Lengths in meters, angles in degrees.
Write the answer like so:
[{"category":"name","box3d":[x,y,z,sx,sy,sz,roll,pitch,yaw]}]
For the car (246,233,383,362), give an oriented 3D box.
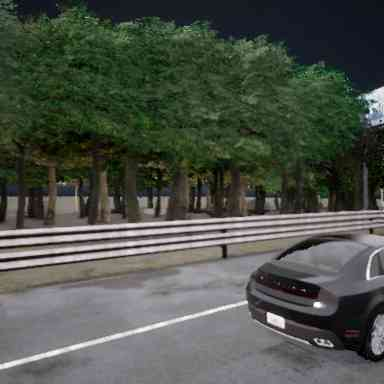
[{"category":"car","box3d":[3.122,1.518,5.972,4.892,1.490,1.837,0,0,-35]}]
